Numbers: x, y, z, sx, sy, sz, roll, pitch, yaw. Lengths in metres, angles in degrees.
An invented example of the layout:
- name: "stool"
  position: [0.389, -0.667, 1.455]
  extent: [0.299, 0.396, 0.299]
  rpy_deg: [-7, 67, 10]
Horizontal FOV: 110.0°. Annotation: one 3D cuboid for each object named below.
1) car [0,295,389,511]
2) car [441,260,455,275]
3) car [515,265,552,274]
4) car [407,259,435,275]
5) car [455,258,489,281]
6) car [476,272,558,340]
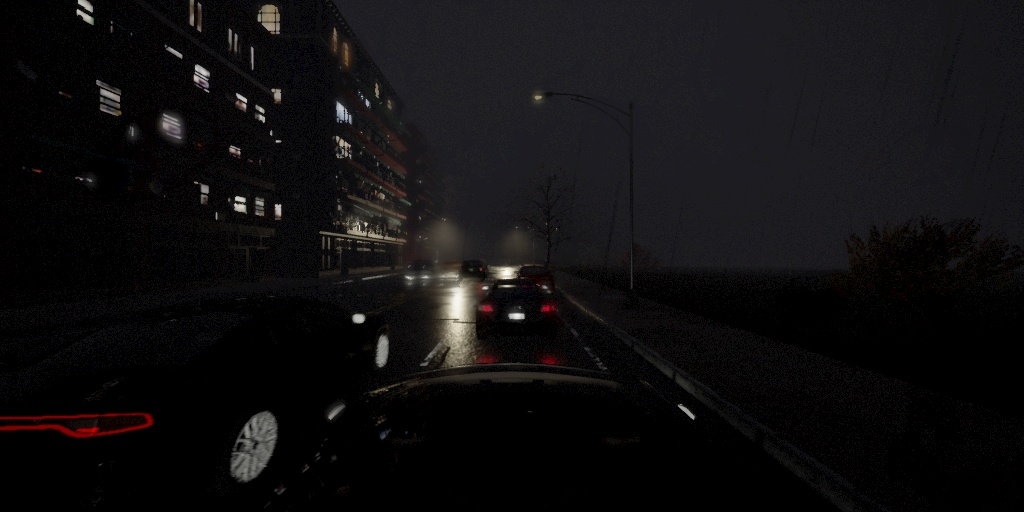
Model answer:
- name: "car"
  position: [-3.150, 1.228, 4.537]
  extent: [1.882, 1.535, 5.008]
  rpy_deg: [0, 0, 0]
- name: "car"
  position: [-6.574, 1.230, 39.571]
  extent: [1.882, 1.535, 5.008]
  rpy_deg: [0, 0, 0]
- name: "car"
  position: [1.149, 1.230, 18.938]
  extent: [1.882, 1.535, 5.008]
  rpy_deg: [0, 0, 0]
- name: "car"
  position: [-9.824, 1.104, 38.921]
  extent: [2.097, 1.767, 4.553]
  rpy_deg: [0, 0, 0]
- name: "car"
  position: [-3.130, 1.104, 29.855]
  extent: [2.097, 1.767, 4.553]
  rpy_deg: [0, 0, 0]
- name: "car"
  position: [0.107, 1.315, 10.018]
  extent: [1.994, 1.385, 4.181]
  rpy_deg: [0, 0, 0]
